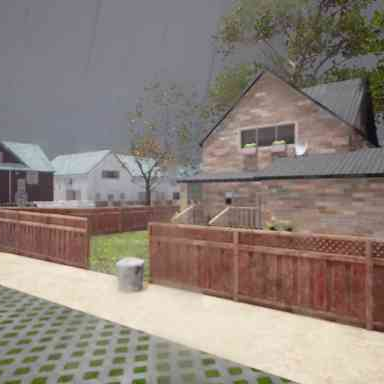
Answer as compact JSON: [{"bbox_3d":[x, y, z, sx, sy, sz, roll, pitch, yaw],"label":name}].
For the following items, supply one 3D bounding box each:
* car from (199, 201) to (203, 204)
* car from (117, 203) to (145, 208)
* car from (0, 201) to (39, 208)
[{"bbox_3d":[1.855,1.903,42.779,1.882,1.535,5.008,0,-1,37],"label":"car"},{"bbox_3d":[-6.131,1.793,32.140,2.128,1.511,4.902,0,-1,37],"label":"car"},{"bbox_3d":[-12.777,1.547,23.254,2.097,1.767,4.553,0,-1,37],"label":"car"}]
